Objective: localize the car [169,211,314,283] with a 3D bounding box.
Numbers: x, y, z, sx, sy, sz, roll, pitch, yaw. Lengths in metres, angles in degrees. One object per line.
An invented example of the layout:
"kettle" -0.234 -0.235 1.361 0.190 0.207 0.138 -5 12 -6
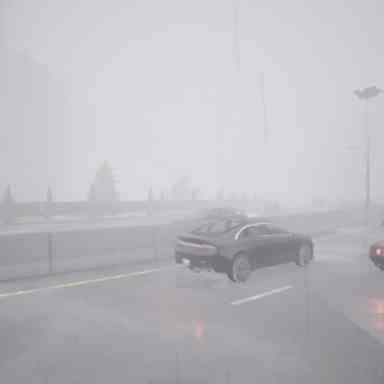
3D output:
"car" 1.719 1.527 9.841 4.902 1.511 2.128 0 0 -40

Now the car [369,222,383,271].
"car" 7.110 1.626 9.870 4.718 1.301 1.895 0 0 -42

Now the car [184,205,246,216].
"car" 0.902 1.558 18.715 5.008 1.535 1.882 0 0 -44

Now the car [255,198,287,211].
"car" 9.078 1.712 39.329 2.128 1.511 4.902 0 -1 33

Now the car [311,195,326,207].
"car" 22.433 1.577 59.130 2.150 2.045 5.566 0 0 18

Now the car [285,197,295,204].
"car" 22.564 1.893 77.058 2.097 1.767 4.553 0 -1 7

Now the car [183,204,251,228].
"car" 1.971 1.663 24.609 2.033 1.411 5.357 0 -1 44

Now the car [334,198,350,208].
"car" 24.030 1.798 53.343 1.837 1.490 4.892 0 0 22

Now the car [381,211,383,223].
"car" 14.615 1.437 22.935 2.097 1.767 4.553 0 -1 40
